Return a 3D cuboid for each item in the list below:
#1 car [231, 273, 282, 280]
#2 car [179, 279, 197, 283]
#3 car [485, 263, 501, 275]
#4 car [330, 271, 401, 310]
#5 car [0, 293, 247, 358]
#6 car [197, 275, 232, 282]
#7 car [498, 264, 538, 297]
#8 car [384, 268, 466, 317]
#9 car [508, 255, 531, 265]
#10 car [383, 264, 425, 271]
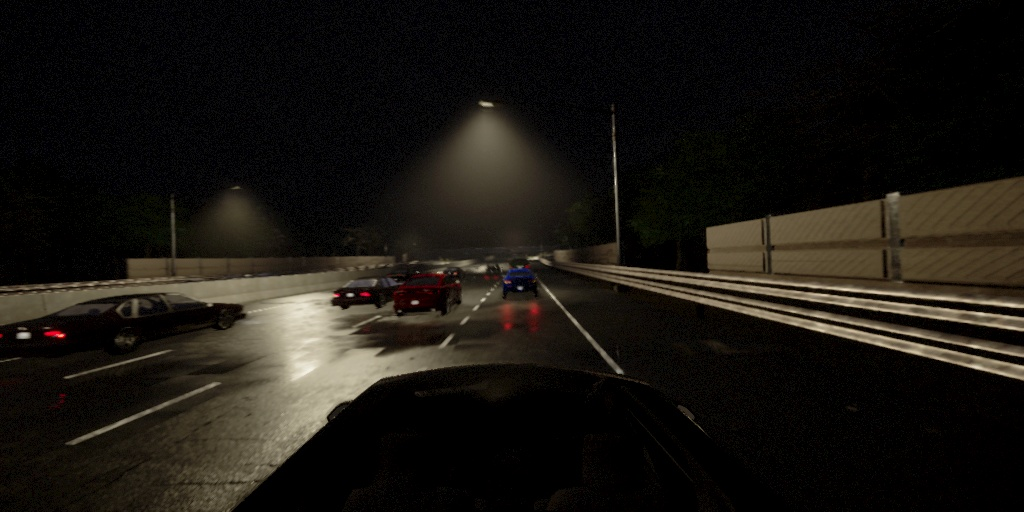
[{"bbox_3d":[-20.527,2.308,29.897,1.994,1.385,4.181,-2,0,1],"label":"car"},{"bbox_3d":[-27.514,2.609,30.374,1.895,1.301,4.718,-2,0,1],"label":"car"},{"bbox_3d":[-2.487,1.708,47.869,2.128,1.511,4.902,-2,0,2],"label":"car"},{"bbox_3d":[-6.622,1.673,17.284,2.033,1.411,5.357,-2,0,1],"label":"car"},{"bbox_3d":[-10.268,1.750,10.083,2.033,1.411,5.357,-2,0,1],"label":"car"},{"bbox_3d":[-23.996,2.375,31.231,2.128,1.511,4.902,-2,0,1],"label":"car"},{"bbox_3d":[0.435,1.410,19.926,1.812,1.442,4.674,-2,0,1],"label":"car"},{"bbox_3d":[-3.280,1.459,14.760,1.882,1.535,5.008,-2,0,1],"label":"car"},{"bbox_3d":[0.854,1.235,38.155,2.150,2.045,5.566,-2,0,2],"label":"car"},{"bbox_3d":[-9.771,1.845,32.842,1.882,1.535,5.008,-2,0,1],"label":"car"}]
